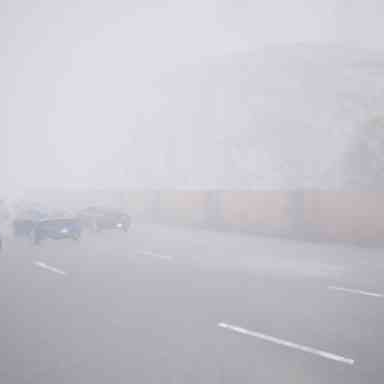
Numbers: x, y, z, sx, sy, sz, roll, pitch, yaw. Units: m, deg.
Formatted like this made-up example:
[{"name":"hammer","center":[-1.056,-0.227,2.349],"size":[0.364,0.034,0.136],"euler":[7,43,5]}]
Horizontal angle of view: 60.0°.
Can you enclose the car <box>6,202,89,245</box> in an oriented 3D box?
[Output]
[{"name":"car","center":[-6.900,1.442,15.555],"size":[1.882,1.535,5.008],"euler":[0,0,-42]}]

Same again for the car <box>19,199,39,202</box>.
[{"name":"car","center":[-15.340,1.411,31.152],"size":[2.128,1.511,4.902],"euler":[0,0,-39]}]

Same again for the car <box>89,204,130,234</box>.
[{"name":"car","center":[-5.359,1.477,19.142],"size":[1.837,1.490,4.892],"euler":[0,0,-41]}]

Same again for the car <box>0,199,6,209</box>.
[{"name":"car","center":[-16.326,1.265,26.846],"size":[2.097,1.767,4.553],"euler":[0,0,-39]}]

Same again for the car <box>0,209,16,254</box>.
[{"name":"car","center":[-8.208,1.448,11.792],"size":[2.128,1.511,4.902],"euler":[0,0,-43]}]
